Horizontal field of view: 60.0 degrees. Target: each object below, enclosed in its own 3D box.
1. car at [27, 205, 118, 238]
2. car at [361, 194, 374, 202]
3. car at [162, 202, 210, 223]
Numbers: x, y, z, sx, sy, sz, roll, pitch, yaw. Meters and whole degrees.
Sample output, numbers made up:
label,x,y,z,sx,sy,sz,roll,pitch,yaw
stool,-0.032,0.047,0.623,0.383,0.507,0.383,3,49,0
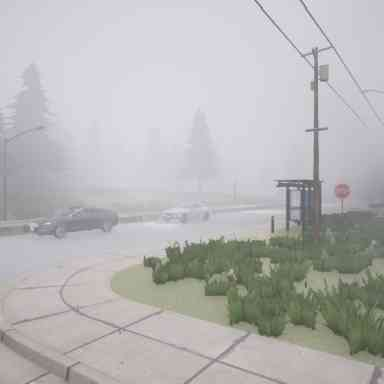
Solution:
label,x,y,z,sx,sy,sz,roll,pitch,yaw
car,-6.165,1.492,17.772,2.128,1.511,4.902,0,0,36
car,40.420,1.355,76.466,2.097,1.767,4.553,0,0,36
car,-0.319,1.526,25.845,1.812,1.442,4.674,0,0,36
